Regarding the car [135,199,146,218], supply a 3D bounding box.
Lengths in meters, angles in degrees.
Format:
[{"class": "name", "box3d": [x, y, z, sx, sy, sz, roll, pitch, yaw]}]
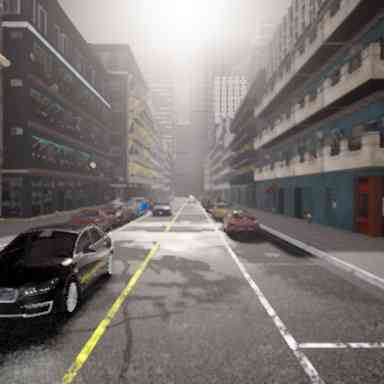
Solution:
[{"class": "car", "box3d": [-5.682, 1.645, 29.795, 2.008, 1.369, 4.403, -1, 0, 0]}]

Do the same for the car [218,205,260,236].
[{"class": "car", "box3d": [2.671, 1.640, 18.567, 1.802, 1.307, 4.206, -1, 0, 0]}]

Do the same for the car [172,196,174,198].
[{"class": "car", "box3d": [-5.738, 1.819, 74.611, 1.802, 1.307, 4.206, -1, 0, 0]}]

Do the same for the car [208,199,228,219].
[{"class": "car", "box3d": [2.664, 1.619, 29.941, 1.752, 1.417, 4.829, -1, 0, 0]}]

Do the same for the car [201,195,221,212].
[{"class": "car", "box3d": [2.656, 1.443, 40.976, 2.192, 1.841, 5.009, -1, 0, 0]}]

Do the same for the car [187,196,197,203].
[{"class": "car", "box3d": [-0.038, 1.749, 75.169, 1.812, 1.442, 4.674, 0, 0, 0]}]

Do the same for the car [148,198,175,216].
[{"class": "car", "box3d": [-3.018, 1.664, 34.665, 2.033, 1.411, 5.357, 0, 0, 0]}]

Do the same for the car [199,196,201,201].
[{"class": "car", "box3d": [2.650, 1.478, 52.180, 2.192, 1.841, 5.009, -1, 0, 0]}]

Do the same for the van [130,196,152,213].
[{"class": "van", "box3d": [-5.688, 1.453, 35.398, 1.690, 1.788, 3.998, -1, 0, 0]}]

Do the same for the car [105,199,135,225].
[{"class": "car", "box3d": [-5.681, 1.517, 24.193, 1.967, 1.590, 4.097, -1, 0, 0]}]

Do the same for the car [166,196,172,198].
[{"class": "car", "box3d": [-5.735, 1.800, 69.009, 1.802, 1.307, 4.206, -1, 0, 0]}]

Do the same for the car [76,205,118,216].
[{"class": "car", "box3d": [-5.676, 1.641, 18.591, 1.802, 1.307, 4.206, -1, 0, 0]}]

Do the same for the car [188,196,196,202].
[{"class": "car", "box3d": [-0.043, 1.696, 85.210, 2.128, 1.511, 4.902, 0, 0, 0]}]

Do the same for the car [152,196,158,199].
[{"class": "car", "box3d": [-5.717, 1.462, 46.602, 2.192, 1.841, 5.009, -1, 0, 0]}]

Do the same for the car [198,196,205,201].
[{"class": "car", "box3d": [2.633, 1.816, 91.563, 1.752, 1.417, 4.829, -1, 0, 0]}]

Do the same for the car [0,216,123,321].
[{"class": "car", "box3d": [-3.094, 1.530, 7.590, 1.837, 1.490, 4.892, 0, 0, 0]}]
